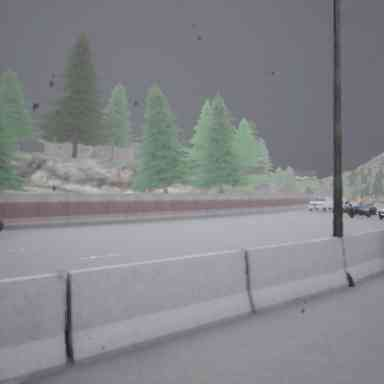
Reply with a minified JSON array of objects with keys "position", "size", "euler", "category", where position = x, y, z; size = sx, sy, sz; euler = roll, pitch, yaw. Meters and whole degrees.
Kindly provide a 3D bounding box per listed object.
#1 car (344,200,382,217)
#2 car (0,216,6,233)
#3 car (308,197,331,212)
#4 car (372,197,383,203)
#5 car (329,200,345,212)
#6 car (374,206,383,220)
[{"position":[18.657,1.920,36.093],"size":[2.033,1.411,5.357],"euler":[0,-1,40],"category":"car"},{"position":[-12.242,1.678,16.814],"size":[4.892,1.490,1.837],"euler":[0,-1,-36],"category":"car"},{"position":[18.134,1.702,46.835],"size":[2.150,2.045,5.566],"euler":[0,-1,37],"category":"car"},{"position":[40.017,1.854,71.799],"size":[1.837,1.490,4.892],"euler":[0,-1,22],"category":"car"},{"position":[19.770,2.009,43.232],"size":[1.994,1.385,4.181],"euler":[0,-1,37],"category":"car"},{"position":[18.784,1.920,30.871],"size":[1.895,1.301,4.718],"euler":[0,-1,41],"category":"car"}]
